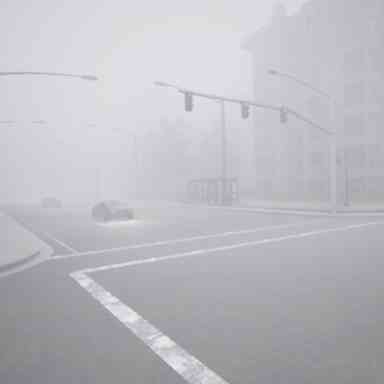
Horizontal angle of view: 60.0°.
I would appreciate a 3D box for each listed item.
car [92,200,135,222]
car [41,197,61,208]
[{"bbox_3d":[-5.672,1.275,23.614,1.994,1.385,4.181,-2,1,-33],"label":"car"},{"bbox_3d":[-18.491,1.310,43.541,1.895,1.301,4.718,-2,1,-32],"label":"car"}]
